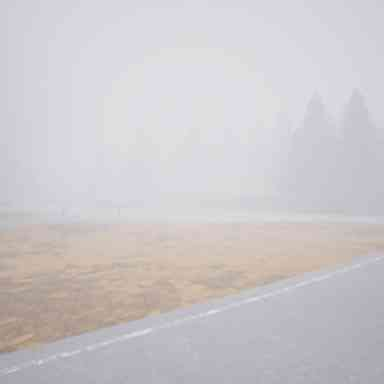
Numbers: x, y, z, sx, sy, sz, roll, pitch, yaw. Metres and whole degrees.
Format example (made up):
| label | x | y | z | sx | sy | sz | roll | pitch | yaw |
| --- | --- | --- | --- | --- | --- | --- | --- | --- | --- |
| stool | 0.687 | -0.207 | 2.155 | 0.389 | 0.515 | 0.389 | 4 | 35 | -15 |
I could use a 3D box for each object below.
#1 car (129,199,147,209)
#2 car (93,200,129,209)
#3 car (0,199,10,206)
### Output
| label | x | y | z | sx | sy | sz | roll | pitch | yaw |
| --- | --- | --- | --- | --- | --- | --- | --- | --- | --- |
| car | -8.649 | 1.690 | 48.564 | 4.181 | 1.385 | 1.994 | 0 | 0 | 33 |
| car | -11.419 | 1.705 | 46.136 | 4.718 | 1.301 | 1.895 | 0 | 0 | 33 |
| car | -30.907 | 1.584 | 52.130 | 1.994 | 1.381 | 4.181 | 0 | 0 | 32 |
